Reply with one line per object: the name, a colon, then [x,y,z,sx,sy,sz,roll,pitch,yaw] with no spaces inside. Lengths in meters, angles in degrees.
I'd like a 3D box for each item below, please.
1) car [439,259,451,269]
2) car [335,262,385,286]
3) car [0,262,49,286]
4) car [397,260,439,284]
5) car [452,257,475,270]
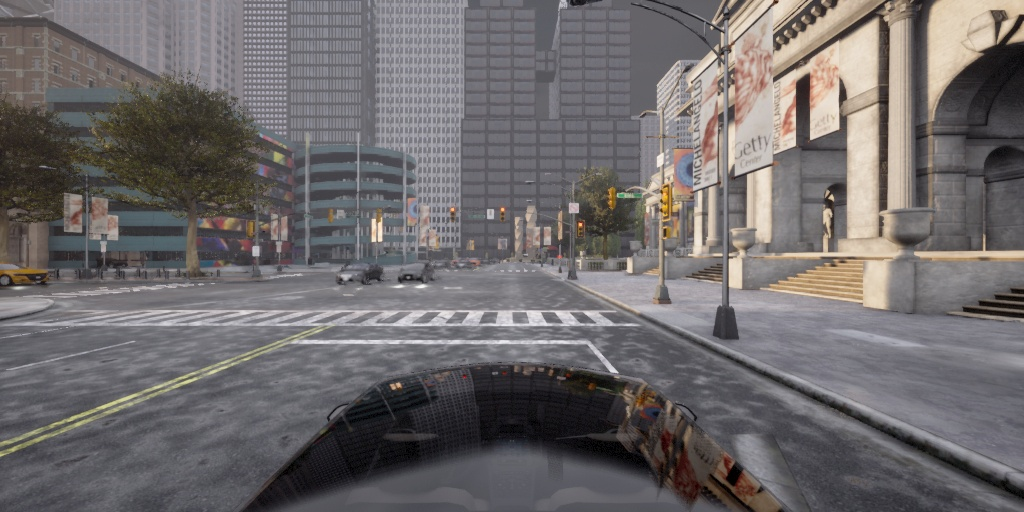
car: [-10.514,1.172,54.279,2.128,1.511,4.902,0,0,0]
car: [-10.559,1.201,25.248,2.128,1.511,4.902,0,0,0]
car: [-34.048,1.150,23.824,5.008,1.535,1.882,0,0,-1]
car: [-7.056,1.219,26.818,1.837,1.490,4.892,0,0,0]
car: [-7.011,1.181,52.028,2.128,1.511,4.902,0,0,0]
